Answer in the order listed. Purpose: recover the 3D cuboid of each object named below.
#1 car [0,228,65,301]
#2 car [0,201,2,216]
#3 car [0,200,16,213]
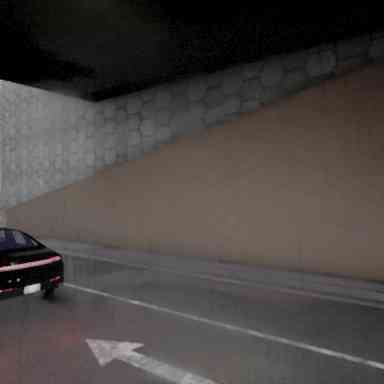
[{"bbox_3d":[-4.866,1.553,7.445,4.902,1.511,2.128,0,0,36],"label":"car"},{"bbox_3d":[-17.161,1.698,33.199,4.974,1.542,2.038,0,0,0],"label":"car"},{"bbox_3d":[-20.862,1.576,36.009,1.853,1.218,4.536,0,0,-10],"label":"car"}]
